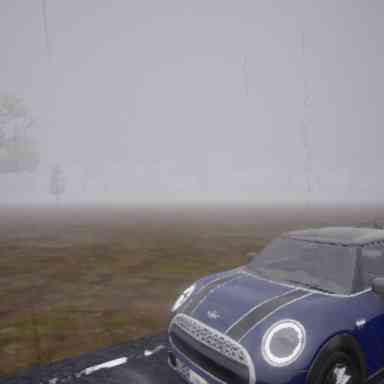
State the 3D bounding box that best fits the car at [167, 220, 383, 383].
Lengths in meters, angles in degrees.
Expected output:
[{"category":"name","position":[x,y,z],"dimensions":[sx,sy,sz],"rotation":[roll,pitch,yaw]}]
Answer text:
[{"category":"car","position":[1.892,1.352,4.730],"dimensions":[4.553,1.767,2.097],"rotation":[0,0,-36]}]
